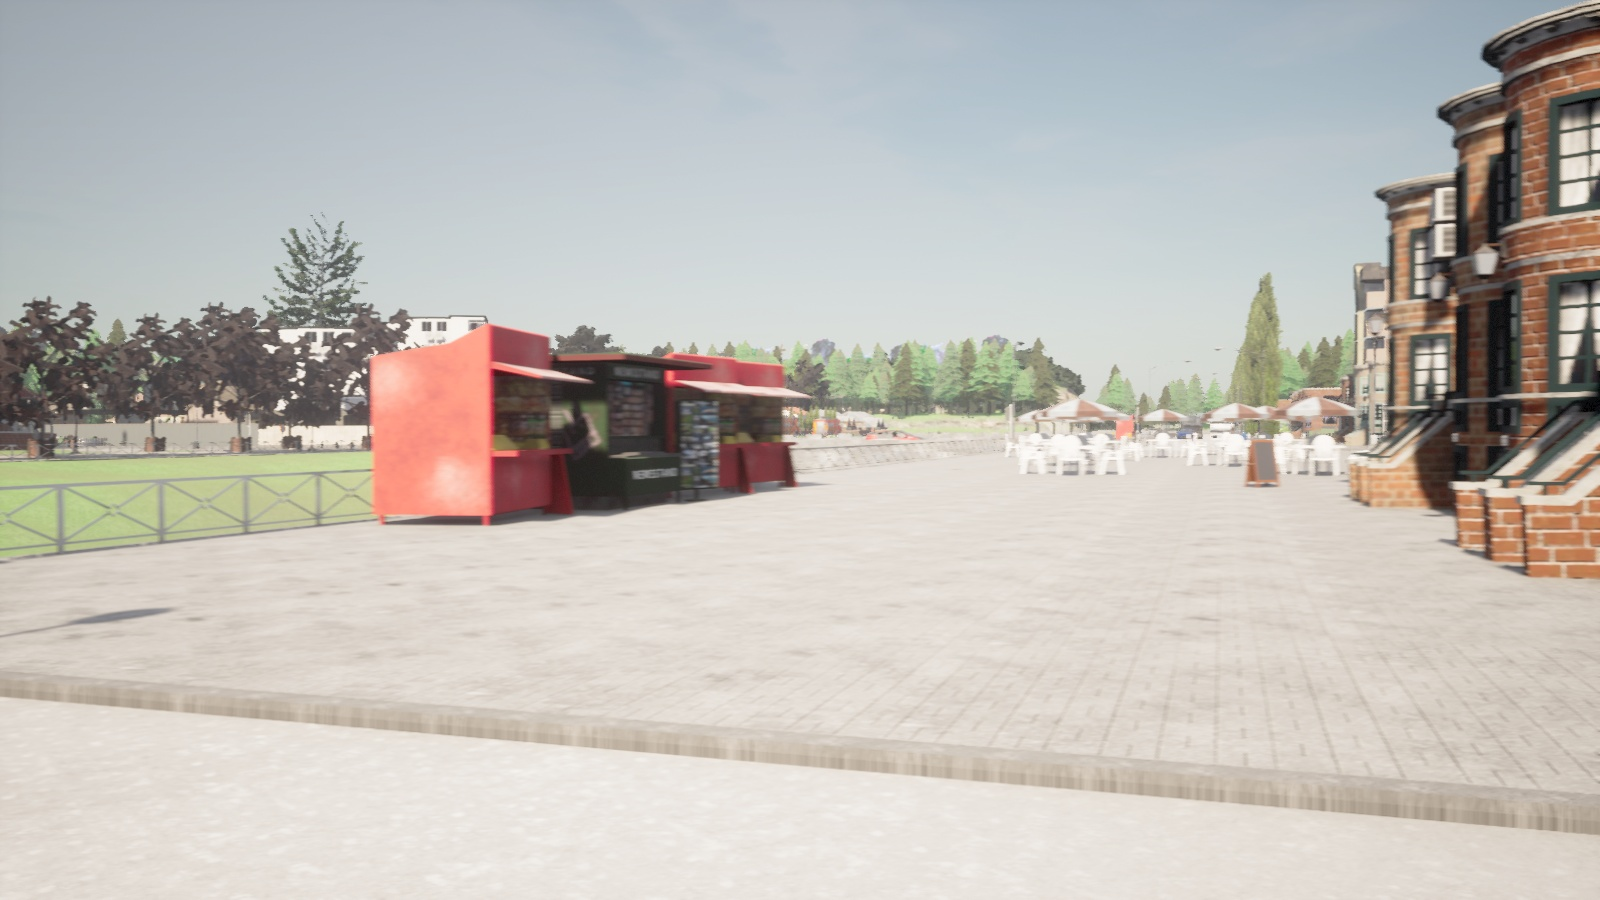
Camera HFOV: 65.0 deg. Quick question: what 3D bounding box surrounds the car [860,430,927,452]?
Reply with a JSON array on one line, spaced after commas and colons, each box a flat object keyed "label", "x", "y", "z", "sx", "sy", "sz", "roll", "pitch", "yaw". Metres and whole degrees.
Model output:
[{"label": "car", "x": 6.905, "y": -0.684, "z": 92.558, "sx": 4.514, "sy": 1.525, "sz": 2.007, "roll": 1, "pitch": 1, "yaw": 19}]
